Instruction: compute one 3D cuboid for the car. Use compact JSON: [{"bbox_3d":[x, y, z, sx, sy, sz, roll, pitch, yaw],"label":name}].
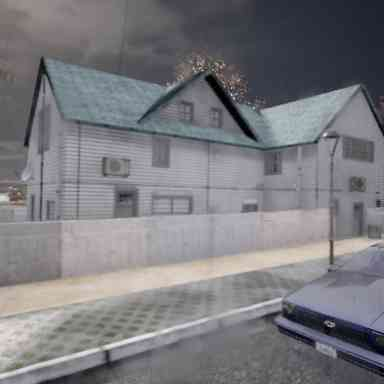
[{"bbox_3d":[3.834,1.587,5.679,5.357,1.411,2.033,0,0,-35],"label":"car"}]
